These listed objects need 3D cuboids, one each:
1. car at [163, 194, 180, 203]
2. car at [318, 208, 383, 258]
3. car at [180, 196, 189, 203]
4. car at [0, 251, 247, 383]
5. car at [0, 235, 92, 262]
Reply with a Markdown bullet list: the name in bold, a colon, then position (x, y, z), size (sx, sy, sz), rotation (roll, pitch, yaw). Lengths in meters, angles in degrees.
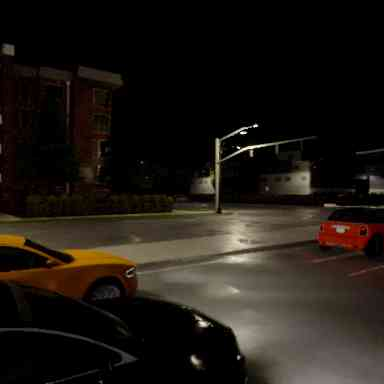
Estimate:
- **car**: position (-5.613, 1.408, 75.599), size (2.150, 2.045, 5.566), rotation (0, 0, -35)
- **car**: position (7.101, 1.415, 13.315), size (4.553, 1.767, 2.097), rotation (0, 0, -36)
- **car**: position (-2.522, 1.724, 77.283), size (1.812, 1.442, 4.674), rotation (0, 0, -35)
- **car**: position (-1.704, 1.507, 2.541), size (4.892, 1.490, 1.837), rotation (0, 0, -36)
- **car**: position (-3.359, 1.479, 5.658), size (5.008, 1.535, 1.882), rotation (0, 0, -36)
